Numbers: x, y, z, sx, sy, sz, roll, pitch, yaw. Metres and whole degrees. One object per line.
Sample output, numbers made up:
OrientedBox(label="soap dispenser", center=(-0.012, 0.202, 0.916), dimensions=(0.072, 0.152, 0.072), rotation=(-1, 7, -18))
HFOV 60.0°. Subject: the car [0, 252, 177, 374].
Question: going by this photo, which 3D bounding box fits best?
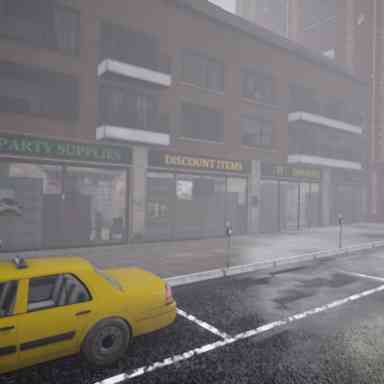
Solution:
OrientedBox(label="car", center=(-2.516, 1.526, 4.278), dimensions=(4.829, 1.417, 1.752), rotation=(0, 2, -35))
